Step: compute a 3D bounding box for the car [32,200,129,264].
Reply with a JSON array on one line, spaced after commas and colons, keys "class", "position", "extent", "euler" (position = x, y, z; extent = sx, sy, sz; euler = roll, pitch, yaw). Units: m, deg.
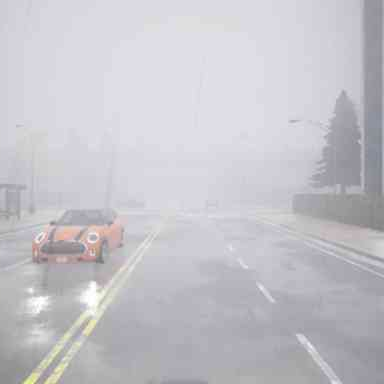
[{"class": "car", "position": [-3.770, 1.351, 11.802], "extent": [2.097, 1.767, 4.553], "euler": [0, 0, -1]}]

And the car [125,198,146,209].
[{"class": "car", "position": [-8.392, 1.511, 45.693], "extent": [4.181, 1.385, 1.994], "euler": [0, 0, 29]}]

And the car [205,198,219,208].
[{"class": "car", "position": [2.803, 1.513, 47.208], "extent": [2.033, 1.411, 5.357], "euler": [0, 0, -1]}]
